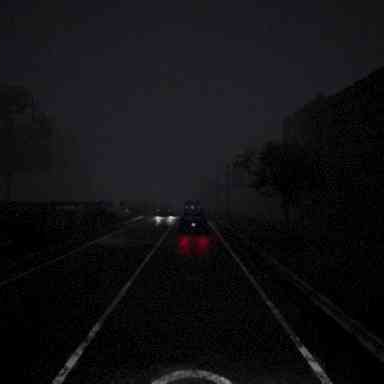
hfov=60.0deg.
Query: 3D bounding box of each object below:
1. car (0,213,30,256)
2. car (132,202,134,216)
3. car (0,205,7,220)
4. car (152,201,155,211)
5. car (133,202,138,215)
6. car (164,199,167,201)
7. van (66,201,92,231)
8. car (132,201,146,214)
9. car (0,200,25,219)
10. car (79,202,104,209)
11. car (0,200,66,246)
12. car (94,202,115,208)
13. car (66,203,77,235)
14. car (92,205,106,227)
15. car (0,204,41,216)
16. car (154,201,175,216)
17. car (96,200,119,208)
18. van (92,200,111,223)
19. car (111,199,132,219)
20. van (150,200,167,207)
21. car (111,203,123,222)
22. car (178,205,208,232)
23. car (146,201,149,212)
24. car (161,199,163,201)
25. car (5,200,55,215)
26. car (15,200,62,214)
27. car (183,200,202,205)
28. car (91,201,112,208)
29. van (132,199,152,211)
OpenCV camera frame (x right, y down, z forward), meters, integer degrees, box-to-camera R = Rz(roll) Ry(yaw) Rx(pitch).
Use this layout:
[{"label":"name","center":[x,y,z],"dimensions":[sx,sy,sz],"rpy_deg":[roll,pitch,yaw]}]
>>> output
[{"label":"car","center":[-8.855,1.644,11.789],"dimensions":[4.892,1.521,2.231],"rpy_deg":[0,-1,0]},{"label":"car","center":[-8.872,2.079,34.217],"dimensions":[4.892,1.521,2.231],"rpy_deg":[0,-1,0]},{"label":"car","center":[-21.985,2.106,34.037],"dimensions":[4.792,1.488,2.163],"rpy_deg":[0,-1,0]},{"label":"car","center":[-8.882,2.540,53.827],"dimensions":[4.792,1.488,2.163],"rpy_deg":[0,-1,0]},{"label":"car","center":[-8.852,2.165,37.013],"dimensions":[4.792,1.488,2.163],"rpy_deg":[0,-1,0]},{"label":"car","center":[-8.917,2.708,73.451],"dimensions":[5.566,2.045,2.435],"rpy_deg":[0,-1,0]},{"label":"van","center":[-8.739,1.576,20.202],"dimensions":[4.442,1.987,1.878],"rpy_deg":[0,-1,0]},{"label":"car","center":[-8.886,2.254,42.620],"dimensions":[5.008,1.535,2.097],"rpy_deg":[0,-1,0]},{"label":"car","center":[-21.933,1.882,36.825],"dimensions":[5.566,2.045,2.435],"rpy_deg":[0,-1,0]},{"label":"car","center":[-22.031,2.954,73.050],"dimensions":[4.892,1.521,2.231],"rpy_deg":[0,-1,0]},{"label":"car","center":[-8.878,1.444,14.599],"dimensions":[5.566,2.045,2.435],"rpy_deg":[0,-1,0]},{"label":"car","center":[-22.016,3.237,84.151],"dimensions":[4.792,1.488,2.163],"rpy_deg":[0,-1,0]},{"label":"car","center":[-8.820,1.621,17.397],"dimensions":[4.553,1.767,2.185],"rpy_deg":[0,-1,0]},{"label":"car","center":[-8.852,1.858,23.002],"dimensions":[4.892,1.521,2.231],"rpy_deg":[0,-1,0]},{"label":"car","center":[-21.968,2.289,42.265],"dimensions":[4.674,1.452,2.002],"rpy_deg":[0,-1,0]},{"label":"car","center":[-3.357,2.264,42.639],"dimensions":[1.882,1.535,5.008],"rpy_deg":[0,-1,0]},{"label":"car","center":[-22.078,3.019,86.932],"dimensions":[5.566,2.045,2.435],"rpy_deg":[0,-1,0]},{"label":"van","center":[-8.979,1.686,25.808],"dimensions":[4.442,1.987,1.878],"rpy_deg":[0,-1,0]},{"label":"car","center":[-8.900,1.771,31.415],"dimensions":[5.566,2.045,2.435],"rpy_deg":[0,-1,0]},{"label":"van","center":[-9.092,3.119,90.265],"dimensions":[4.442,1.987,1.878],"rpy_deg":[0,-1,0]},{"label":"car","center":[-8.862,1.967,28.607],"dimensions":[5.008,1.535,2.097],"rpy_deg":[0,-1,0]},{"label":"car","center":[0.091,1.890,23.336],"dimensions":[2.128,1.511,4.902],"rpy_deg":[0,-1,0]},{"label":"car","center":[-9.082,2.314,45.419],"dimensions":[5.366,1.575,1.946],"rpy_deg":[0,-1,0]},{"label":"car","center":[-8.905,2.705,67.843],"dimensions":[4.553,1.767,2.185],"rpy_deg":[0,-1,0]},{"label":"car","center":[-21.947,2.063,45.178],"dimensions":[5.566,2.045,2.435],"rpy_deg":[0,-1,0]},{"label":"car","center":[-21.952,2.124,47.840],"dimensions":[5.566,2.045,2.435],"rpy_deg":[0,-1,0]},{"label":"car","center":[0.082,1.970,40.975],"dimensions":[2.150,2.045,5.566],"rpy_deg":[0,-2,0]},{"label":"car","center":[-22.070,3.018,81.378],"dimensions":[4.553,1.767,2.185],"rpy_deg":[0,-1,0]},{"label":"van","center":[-8.790,2.220,51.030],"dimensions":[4.442,1.987,1.878],"rpy_deg":[0,-1,0]}]
